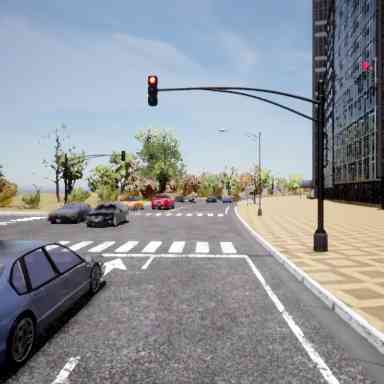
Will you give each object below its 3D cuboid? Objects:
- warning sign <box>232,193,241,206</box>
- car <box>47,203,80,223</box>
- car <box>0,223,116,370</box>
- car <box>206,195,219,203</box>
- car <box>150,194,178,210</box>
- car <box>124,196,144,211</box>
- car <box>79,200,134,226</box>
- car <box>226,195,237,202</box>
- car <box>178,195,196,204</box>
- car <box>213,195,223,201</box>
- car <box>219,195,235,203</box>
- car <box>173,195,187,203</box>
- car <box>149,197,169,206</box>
[{"bbox_3d":[6.478,1.122,48.189,1.300,1.860,1.060,0,0,8],"label":"warning sign"},{"bbox_3d":[-8.779,1.545,25.010,2.033,1.411,5.357,0,0,4],"label":"car"},{"bbox_3d":[-3.035,1.547,5.651,2.033,1.411,5.357,0,0,1],"label":"car"},{"bbox_3d":[4.217,1.559,70.759,1.994,1.385,4.181,0,0,12],"label":"car"},{"bbox_3d":[-3.706,1.222,42.994,2.150,2.045,5.566,0,0,7],"label":"car"},{"bbox_3d":[-7.371,1.352,40.023,2.097,1.767,4.553,0,0,8],"label":"car"},{"bbox_3d":[-5.677,1.503,22.793,1.837,1.490,4.892,0,0,4],"label":"car"},{"bbox_3d":[9.650,1.545,80.338,2.128,1.511,4.902,0,0,14],"label":"car"},{"bbox_3d":[-0.534,1.500,63.473,2.128,1.511,4.902,0,0,11],"label":"car"},{"bbox_3d":[6.340,1.392,80.466,1.812,1.442,4.674,0,0,14],"label":"car"},{"bbox_3d":[7.496,1.561,70.037,2.033,1.411,5.357,0,0,12],"label":"car"},{"bbox_3d":[-2.517,1.507,70.291,1.837,1.490,4.892,0,0,11],"label":"car"},{"bbox_3d":[-5.345,1.549,54.739,2.033,1.411,5.357,0,0,9],"label":"car"}]
